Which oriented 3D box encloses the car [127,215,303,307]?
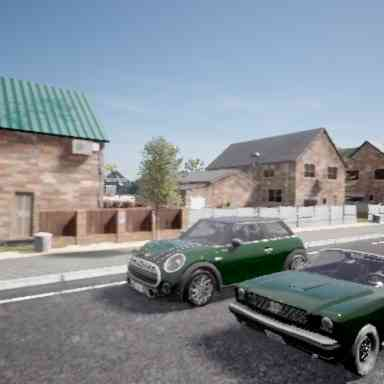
[{"bbox_3d":[0.748,1.391,8.170,4.553,1.767,2.097,1,0,-35],"label":"car"}]

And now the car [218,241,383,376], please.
[{"bbox_3d":[2.918,1.647,5.732,4.718,1.301,1.895,1,0,-35],"label":"car"}]
